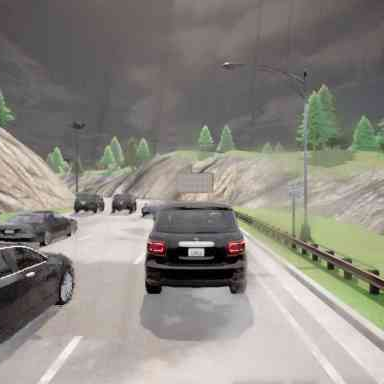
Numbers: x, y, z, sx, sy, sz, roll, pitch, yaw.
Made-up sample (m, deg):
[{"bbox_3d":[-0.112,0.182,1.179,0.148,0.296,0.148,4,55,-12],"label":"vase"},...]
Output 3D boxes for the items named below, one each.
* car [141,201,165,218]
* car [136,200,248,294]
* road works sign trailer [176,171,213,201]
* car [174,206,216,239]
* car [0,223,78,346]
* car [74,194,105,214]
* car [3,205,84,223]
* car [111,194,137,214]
[{"bbox_3d":[-3.555,1.601,31.187,1.895,1.301,4.718,0,0,-2],"label":"car"},{"bbox_3d":[0.088,1.221,8.909,2.150,2.045,5.566,0,0,0],"label":"car"},{"bbox_3d":[0.190,0.464,21.622,2.380,3.560,2.880,0,0,0],"label":"road works sign trailer"},{"bbox_3d":[0.114,1.559,18.125,1.994,1.385,4.181,0,0,-1],"label":"car"},{"bbox_3d":[-3.405,1.505,5.159,1.837,1.490,4.892,0,0,0],"label":"car"},{"bbox_3d":[-10.736,1.223,35.020,2.150,2.045,5.566,0,0,-3],"label":"car"},{"bbox_3d":[-6.911,1.547,15.104,2.033,1.411,5.357,0,0,-1],"label":"car"},{"bbox_3d":[-7.337,1.224,36.253,2.150,2.045,5.566,0,0,-4],"label":"car"}]
